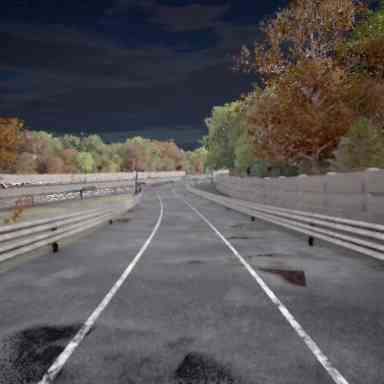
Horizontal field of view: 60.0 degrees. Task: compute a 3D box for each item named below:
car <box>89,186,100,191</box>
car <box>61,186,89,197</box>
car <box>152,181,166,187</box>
[{"bbox_3d":[-20.859,-0.559,68.815,1.837,1.490,4.892,1,4,18],"label":"car"},{"bbox_3d":[-20.674,0.159,58.003,1.882,1.535,5.008,1,4,18],"label":"car"},{"bbox_3d":[-9.555,-2.163,92.092,1.994,1.385,4.181,1,4,18],"label":"car"}]
